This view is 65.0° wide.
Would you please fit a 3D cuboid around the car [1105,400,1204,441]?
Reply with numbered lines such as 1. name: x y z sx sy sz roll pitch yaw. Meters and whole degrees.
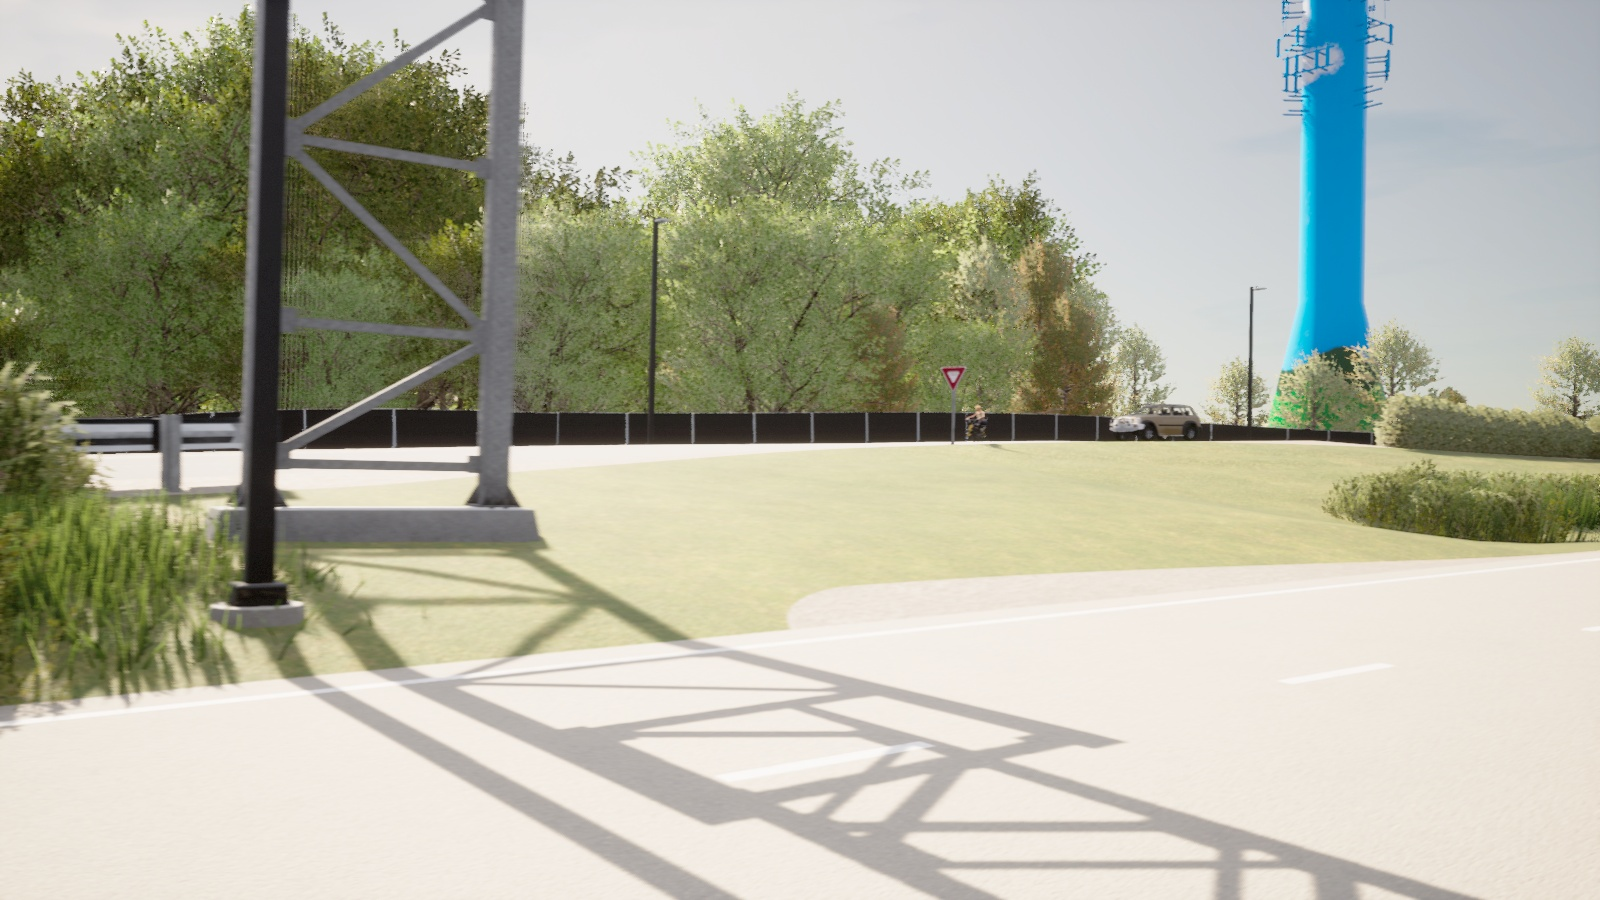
1. car: 16.963 -1.396 59.978 4.605 1.855 1.932 -1 0 -31

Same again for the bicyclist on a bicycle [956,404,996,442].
1. bicyclist on a bicycle: 7.485 -1.149 53.497 1.509 1.612 0.866 0 0 -37
